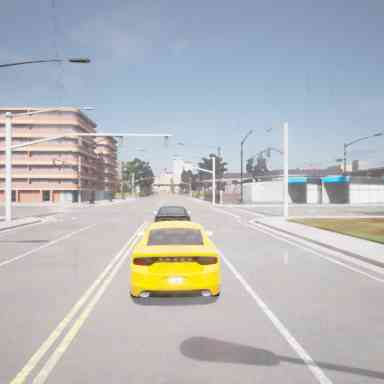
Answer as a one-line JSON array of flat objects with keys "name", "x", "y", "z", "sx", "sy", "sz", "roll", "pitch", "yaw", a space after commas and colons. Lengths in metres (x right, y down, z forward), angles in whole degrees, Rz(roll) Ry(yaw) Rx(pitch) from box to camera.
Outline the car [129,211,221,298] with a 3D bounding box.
[{"name": "car", "x": -0.437, "y": 1.478, "z": 8.594, "sx": 1.882, "sy": 1.535, "sz": 5.008, "roll": 0, "pitch": 0, "yaw": -3}]

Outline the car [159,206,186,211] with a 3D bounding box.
[{"name": "car", "x": -1.068, "y": 1.478, "z": 18.154, "sx": 1.882, "sy": 1.535, "sz": 5.008, "roll": 0, "pitch": 0, "yaw": -4}]
